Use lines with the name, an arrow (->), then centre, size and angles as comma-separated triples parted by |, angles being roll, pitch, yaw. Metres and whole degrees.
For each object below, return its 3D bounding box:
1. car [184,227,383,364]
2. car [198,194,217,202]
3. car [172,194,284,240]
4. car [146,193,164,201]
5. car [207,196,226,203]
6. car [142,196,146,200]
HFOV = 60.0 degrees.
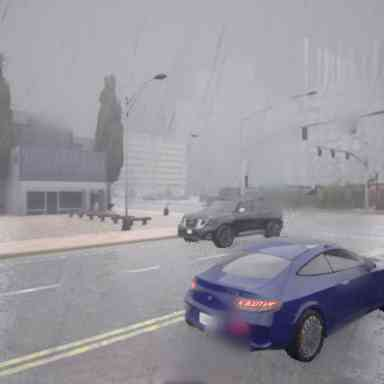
car -> 1.984, 1.534, 5.875 | 4.674, 1.442, 1.812 | 0, 0, -39
car -> 3.389, 1.282, 73.184 | 3.866, 1.878, 1.905 | 0, 0, -41
car -> 1.965, 1.249, 15.167 | 5.566, 2.045, 2.150 | 0, 0, -42
car -> -9.387, 1.323, 88.080 | 3.866, 1.878, 1.905 | 0, 0, -41
car -> 5.261, 1.515, 70.975 | 3.806, 1.475, 1.970 | 0, 0, -41
car -> -11.225, 1.326, 90.315 | 4.605, 1.855, 1.932 | 0, 0, -41
